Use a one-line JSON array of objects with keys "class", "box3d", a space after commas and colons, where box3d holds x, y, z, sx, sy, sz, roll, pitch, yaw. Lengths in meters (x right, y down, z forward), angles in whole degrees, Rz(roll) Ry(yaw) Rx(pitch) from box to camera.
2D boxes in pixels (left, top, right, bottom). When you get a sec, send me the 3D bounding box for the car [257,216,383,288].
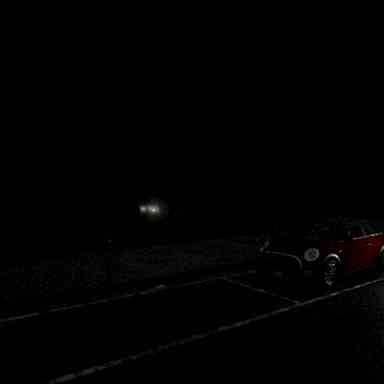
[{"class": "car", "box3d": [3.676, 1.439, 9.146, 4.097, 1.590, 1.967, 0, 0, -35]}]
